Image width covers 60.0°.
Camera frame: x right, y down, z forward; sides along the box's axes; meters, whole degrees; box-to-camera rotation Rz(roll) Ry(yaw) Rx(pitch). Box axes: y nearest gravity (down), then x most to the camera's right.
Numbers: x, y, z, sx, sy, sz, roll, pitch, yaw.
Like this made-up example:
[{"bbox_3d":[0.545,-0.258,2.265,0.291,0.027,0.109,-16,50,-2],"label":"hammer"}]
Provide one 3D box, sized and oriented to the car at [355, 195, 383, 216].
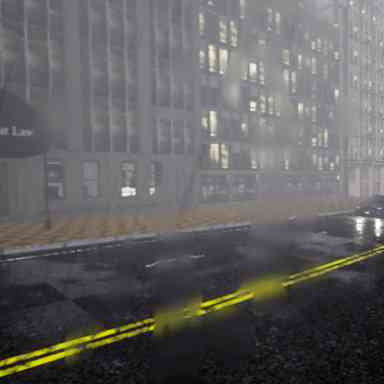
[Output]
[{"bbox_3d":[13.426,0.890,23.213,5.357,1.411,2.033,-1,2,-39],"label":"car"}]
